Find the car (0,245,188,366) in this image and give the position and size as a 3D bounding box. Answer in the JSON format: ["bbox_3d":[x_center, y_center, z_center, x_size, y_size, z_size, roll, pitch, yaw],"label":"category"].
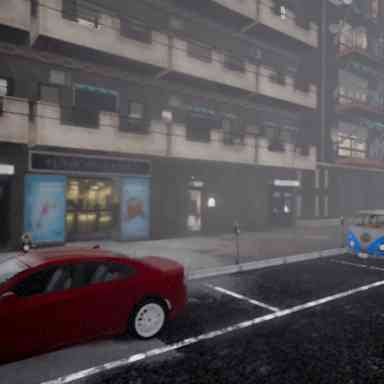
[{"bbox_3d":[-2.172,1.556,5.005,4.507,1.381,1.887,1,0,-36],"label":"car"}]

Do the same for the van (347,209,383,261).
[{"bbox_3d":[7.047,1.476,11.583,3.998,1.788,1.690,1,0,-36],"label":"van"}]
